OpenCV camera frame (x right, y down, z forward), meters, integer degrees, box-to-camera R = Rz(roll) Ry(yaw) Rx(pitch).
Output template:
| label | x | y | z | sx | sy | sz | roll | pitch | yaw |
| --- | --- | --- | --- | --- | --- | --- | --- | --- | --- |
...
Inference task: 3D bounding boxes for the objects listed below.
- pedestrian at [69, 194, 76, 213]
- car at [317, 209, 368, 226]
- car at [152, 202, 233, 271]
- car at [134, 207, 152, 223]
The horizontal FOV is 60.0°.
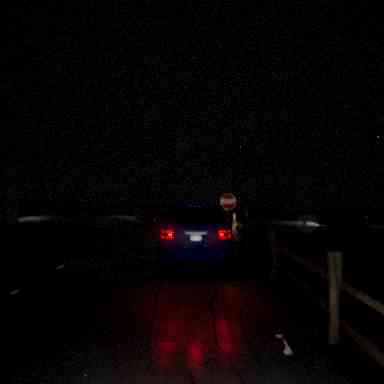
| label | x | y | z | sx | sy | sz | roll | pitch | yaw |
| --- | --- | --- | --- | --- | --- | --- | --- | --- | --- |
| pedestrian | -12.010 | 1.121 | 33.292 | 0.375 | 1.860 | 0.375 | 0 | 0 | 0 |
| car | 13.579 | 2.261 | 30.118 | 4.181 | 1.385 | 1.994 | 2 | 2 | 1 |
| car | 0.108 | 1.334 | 11.505 | 2.150 | 2.045 | 5.566 | 0 | 0 | 0 |
| car | -2.799 | 1.827 | 26.018 | 1.895 | 1.301 | 4.718 | 1 | 0 | -34 |
